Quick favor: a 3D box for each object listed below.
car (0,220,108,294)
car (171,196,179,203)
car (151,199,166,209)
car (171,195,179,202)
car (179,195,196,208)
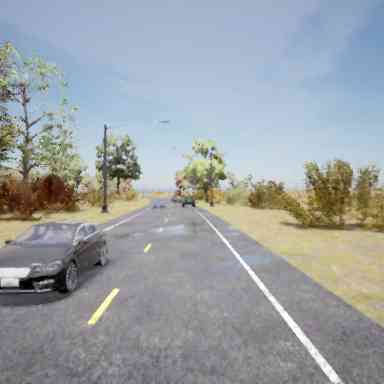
[{"bbox_3d":[-3.661,1.566,9.087,2.128,1.511,4.902,0,0,-1],"label":"car"},{"bbox_3d":[-3.239,1.859,77.341,1.994,1.385,4.181,0,0,-5],"label":"car"},{"bbox_3d":[-4.996,1.872,50.652,1.812,1.442,4.674,0,0,-3],"label":"car"},{"bbox_3d":[-4.889,1.893,94.544,2.097,1.767,4.553,0,0,-6],"label":"car"},{"bbox_3d":[-0.584,1.604,57.410,2.150,2.045,5.566,0,0,-4],"label":"car"}]
